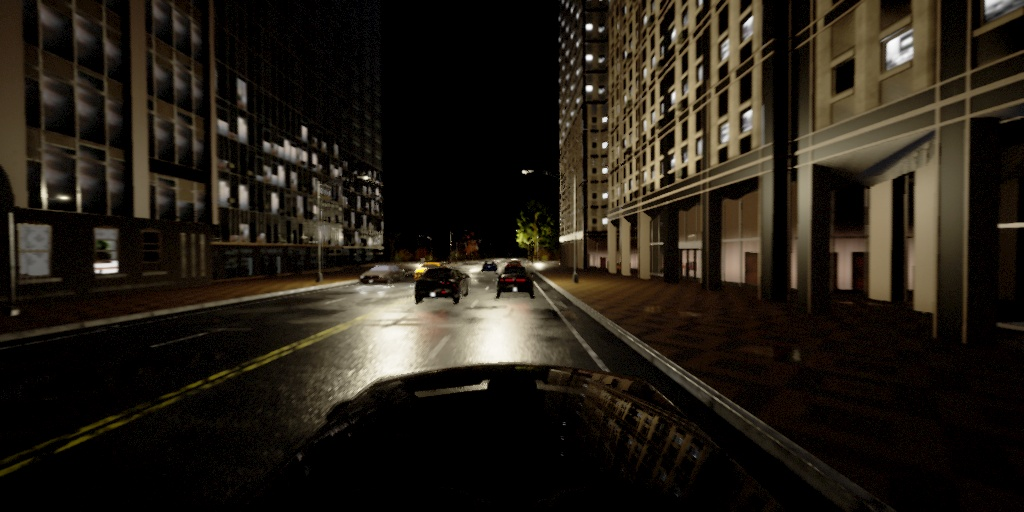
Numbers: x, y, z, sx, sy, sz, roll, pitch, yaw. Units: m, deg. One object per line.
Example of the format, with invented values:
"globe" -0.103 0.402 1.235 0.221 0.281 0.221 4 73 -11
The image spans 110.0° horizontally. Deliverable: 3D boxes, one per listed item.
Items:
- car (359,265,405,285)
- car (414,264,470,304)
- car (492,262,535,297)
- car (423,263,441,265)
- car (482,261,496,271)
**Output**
"car" -9.770 1.366 27.498 2.033 1.411 5.357 0 0 0
"car" -3.111 1.280 16.528 1.837 1.490 4.892 0 -1 0
"car" 0.145 1.268 18.909 1.837 1.490 4.892 0 0 0
"car" -6.510 1.278 29.144 1.882 1.535 5.008 0 0 0
"car" -3.006 1.349 48.896 1.994 1.385 4.181 0 0 0
